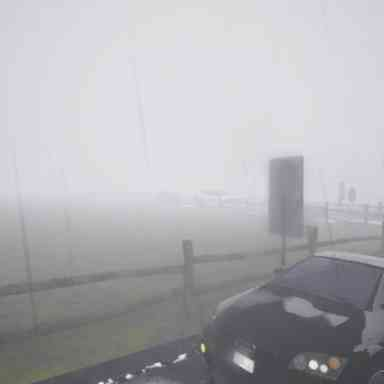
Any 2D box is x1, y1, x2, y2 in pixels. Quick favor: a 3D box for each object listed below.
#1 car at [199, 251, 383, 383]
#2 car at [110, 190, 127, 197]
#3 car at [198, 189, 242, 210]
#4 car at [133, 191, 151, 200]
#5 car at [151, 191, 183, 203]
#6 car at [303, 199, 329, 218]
[{"bbox_3d":[2.157,1.590,4.606,4.181,1.385,1.994,0,0,-35],"label":"car"},{"bbox_3d":[-14.403,0.274,65.208,2.128,1.511,4.902,1,1,-35],"label":"car"},{"bbox_3d":[2.855,0.728,35.461,2.150,2.045,5.566,1,1,-35],"label":"car"},{"bbox_3d":[-8.391,0.494,56.637,1.882,1.535,5.008,1,1,-35],"label":"car"},{"bbox_3d":[-3.067,0.622,43.927,2.097,1.767,4.553,1,1,-35],"label":"car"},{"bbox_3d":[8.673,1.219,27.145,1.882,1.535,5.008,1,1,-35],"label":"car"}]
